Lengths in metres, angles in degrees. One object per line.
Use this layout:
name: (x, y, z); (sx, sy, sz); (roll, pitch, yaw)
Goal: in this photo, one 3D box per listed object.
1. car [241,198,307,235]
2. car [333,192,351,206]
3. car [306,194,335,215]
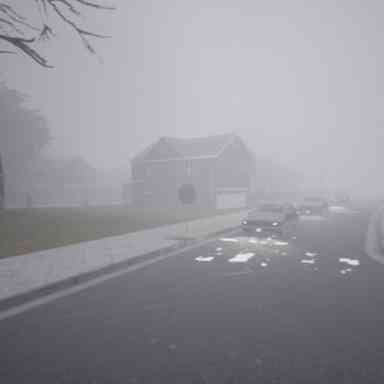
car: (4.222, 1.249, 17.012); (2.033, 1.411, 5.357); (0, 1, 29)
car: (17.344, 0.774, 38.985); (2.128, 1.511, 4.902); (0, 1, 33)
car: (10.054, 1.054, 27.296); (2.033, 1.411, 5.357); (0, 1, 30)
